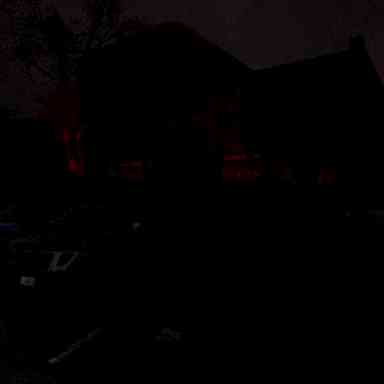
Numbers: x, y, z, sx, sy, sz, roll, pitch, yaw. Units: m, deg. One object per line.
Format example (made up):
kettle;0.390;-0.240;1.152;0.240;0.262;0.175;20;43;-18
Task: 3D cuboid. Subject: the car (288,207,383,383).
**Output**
car;2.720;1.242;5.025;2.435;2.045;5.566;0;-1;16

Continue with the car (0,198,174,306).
car;-2.080;1.233;8.429;2.435;2.045;5.566;1;-1;16

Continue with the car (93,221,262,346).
car;0.329;1.518;6.698;2.163;1.488;4.792;1;-1;16
